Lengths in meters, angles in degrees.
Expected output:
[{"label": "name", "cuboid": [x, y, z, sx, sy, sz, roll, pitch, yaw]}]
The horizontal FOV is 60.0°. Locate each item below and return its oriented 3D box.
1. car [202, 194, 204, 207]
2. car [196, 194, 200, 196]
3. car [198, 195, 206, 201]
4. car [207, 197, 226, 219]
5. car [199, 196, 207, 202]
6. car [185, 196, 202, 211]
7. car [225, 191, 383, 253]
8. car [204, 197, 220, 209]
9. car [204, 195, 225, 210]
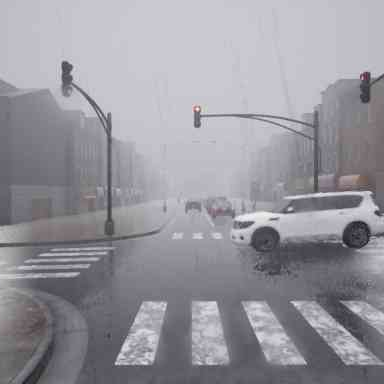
[{"label": "car", "cuboid": [2.706, 1.370, 40.516, 2.192, 1.841, 5.009, -1, 0, 0]}, {"label": "car", "cuboid": [0.205, 1.637, 64.954, 1.837, 1.490, 4.892, 0, 0, 0]}, {"label": "car", "cuboid": [2.812, 1.702, 94.540, 1.967, 1.590, 4.097, -1, 0, 0]}, {"label": "car", "cuboid": [2.687, 1.470, 29.711, 1.967, 1.590, 4.097, -1, 0, 0]}, {"label": "car", "cuboid": [2.793, 1.792, 83.734, 1.802, 1.307, 4.206, -1, 0, 0]}, {"label": "car", "cuboid": [0.169, 1.560, 40.865, 1.837, 1.490, 4.892, 0, 0, 0]}, {"label": "car", "cuboid": [4.330, 1.092, 12.886, 5.566, 2.045, 2.150, -3, -1, 0]}, {"label": "car", "cuboid": [2.718, 1.509, 45.918, 1.967, 1.590, 4.097, -1, 0, 0]}, {"label": "car", "cuboid": [2.696, 1.356, 35.113, 2.192, 1.841, 5.009, -1, 0, 0]}]
